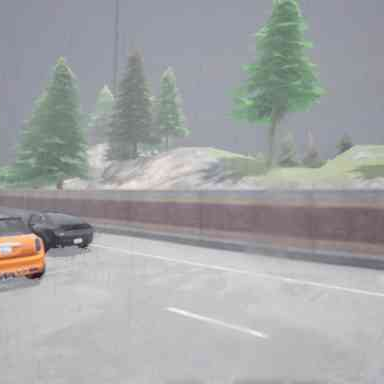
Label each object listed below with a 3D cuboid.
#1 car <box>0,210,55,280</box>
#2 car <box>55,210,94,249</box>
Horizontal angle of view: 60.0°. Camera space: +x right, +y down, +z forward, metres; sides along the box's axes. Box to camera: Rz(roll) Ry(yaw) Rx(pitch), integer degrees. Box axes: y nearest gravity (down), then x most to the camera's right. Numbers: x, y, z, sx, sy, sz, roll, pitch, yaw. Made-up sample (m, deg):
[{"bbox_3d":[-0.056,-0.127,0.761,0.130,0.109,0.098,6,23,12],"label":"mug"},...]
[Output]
[{"bbox_3d":[-5.827,1.329,8.787,4.553,1.767,2.097,0,0,40],"label":"car"},{"bbox_3d":[-5.868,1.482,13.413,4.892,1.490,1.837,0,0,41],"label":"car"}]
